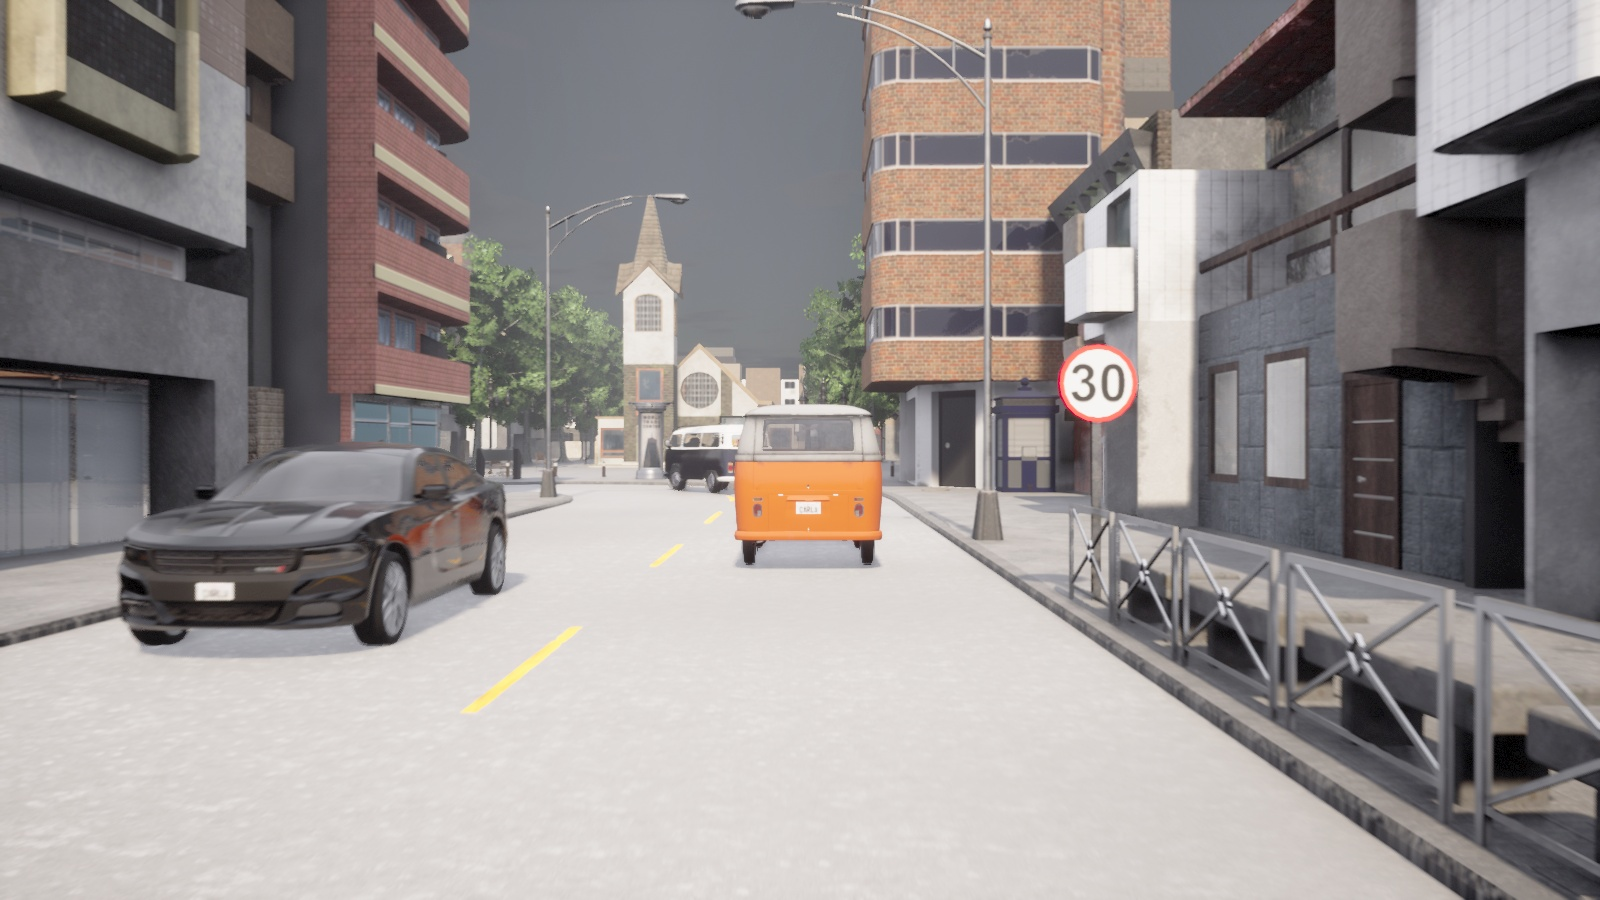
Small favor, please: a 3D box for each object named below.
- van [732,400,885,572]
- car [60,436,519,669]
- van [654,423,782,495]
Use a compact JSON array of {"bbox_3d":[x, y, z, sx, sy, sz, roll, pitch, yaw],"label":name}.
[{"bbox_3d":[0.109,0.405,16.790,1.775,1.987,4.442,0,0,0],"label":"van"},{"bbox_3d":[-3.924,0.660,10.784,1.882,1.535,5.008,0,0,0],"label":"car"},{"bbox_3d":[-2.582,0.254,38.364,2.069,2.038,4.480,0,0,-31],"label":"van"}]
